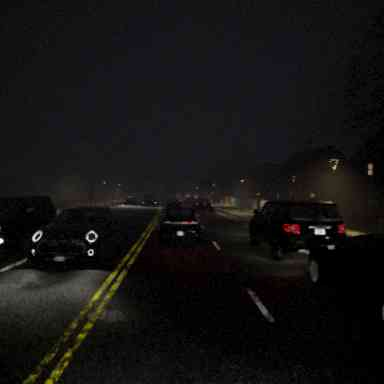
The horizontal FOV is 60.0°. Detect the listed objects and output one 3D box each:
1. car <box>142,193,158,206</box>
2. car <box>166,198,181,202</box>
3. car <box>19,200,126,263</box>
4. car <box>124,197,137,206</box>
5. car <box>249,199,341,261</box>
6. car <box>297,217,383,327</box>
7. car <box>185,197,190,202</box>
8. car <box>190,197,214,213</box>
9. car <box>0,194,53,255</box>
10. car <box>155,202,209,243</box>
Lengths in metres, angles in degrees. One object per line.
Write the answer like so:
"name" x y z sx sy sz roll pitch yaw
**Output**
"car" -6.568 1.173 52.162 2.150 2.045 5.566 1 0 -5
"car" -2.480 1.476 44.445 1.882 1.535 5.008 1 0 -5
"car" -3.835 1.304 11.665 2.097 1.767 4.553 1 0 -3
"car" -10.029 1.472 54.287 1.994 1.385 4.181 1 0 -5
"car" 3.723 1.283 12.676 2.150 2.045 5.566 1 0 -3
"car" 3.985 1.537 6.614 1.882 1.535 5.008 1 0 -2
"car" -0.171 1.515 54.485 1.882 1.535 5.008 1 0 -5
"car" 1.241 1.393 38.163 2.097 1.767 4.553 1 0 -4
"car" -7.151 1.128 13.180 2.150 2.045 5.566 1 0 -3
"car" -0.592 1.492 16.089 2.128 1.511 4.902 1 0 -3
